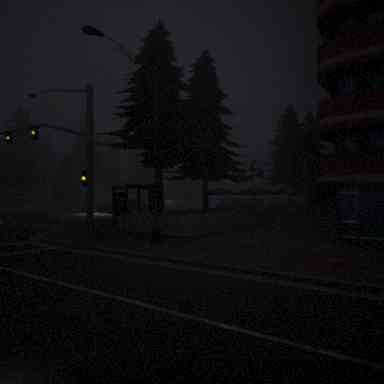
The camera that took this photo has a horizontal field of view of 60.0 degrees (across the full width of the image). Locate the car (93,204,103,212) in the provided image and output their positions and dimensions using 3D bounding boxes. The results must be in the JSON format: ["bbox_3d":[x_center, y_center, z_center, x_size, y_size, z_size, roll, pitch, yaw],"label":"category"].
[{"bbox_3d":[-9.529,1.710,40.449,2.033,1.411,5.357,0,0,36],"label":"car"}]

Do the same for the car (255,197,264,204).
[{"bbox_3d":[9.869,1.603,55.174,4.902,1.511,2.128,0,0,-31],"label":"car"}]

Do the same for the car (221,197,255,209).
[{"bbox_3d":[5.601,1.437,42.512,2.097,1.767,4.553,0,0,41],"label":"car"}]

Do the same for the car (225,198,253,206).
[{"bbox_3d":[8.257,1.734,58.278,4.718,1.301,1.895,0,0,-31],"label":"car"}]

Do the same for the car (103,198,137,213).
[{"bbox_3d":[-7.287,1.490,37.518,2.097,1.767,4.553,0,0,36],"label":"car"}]
